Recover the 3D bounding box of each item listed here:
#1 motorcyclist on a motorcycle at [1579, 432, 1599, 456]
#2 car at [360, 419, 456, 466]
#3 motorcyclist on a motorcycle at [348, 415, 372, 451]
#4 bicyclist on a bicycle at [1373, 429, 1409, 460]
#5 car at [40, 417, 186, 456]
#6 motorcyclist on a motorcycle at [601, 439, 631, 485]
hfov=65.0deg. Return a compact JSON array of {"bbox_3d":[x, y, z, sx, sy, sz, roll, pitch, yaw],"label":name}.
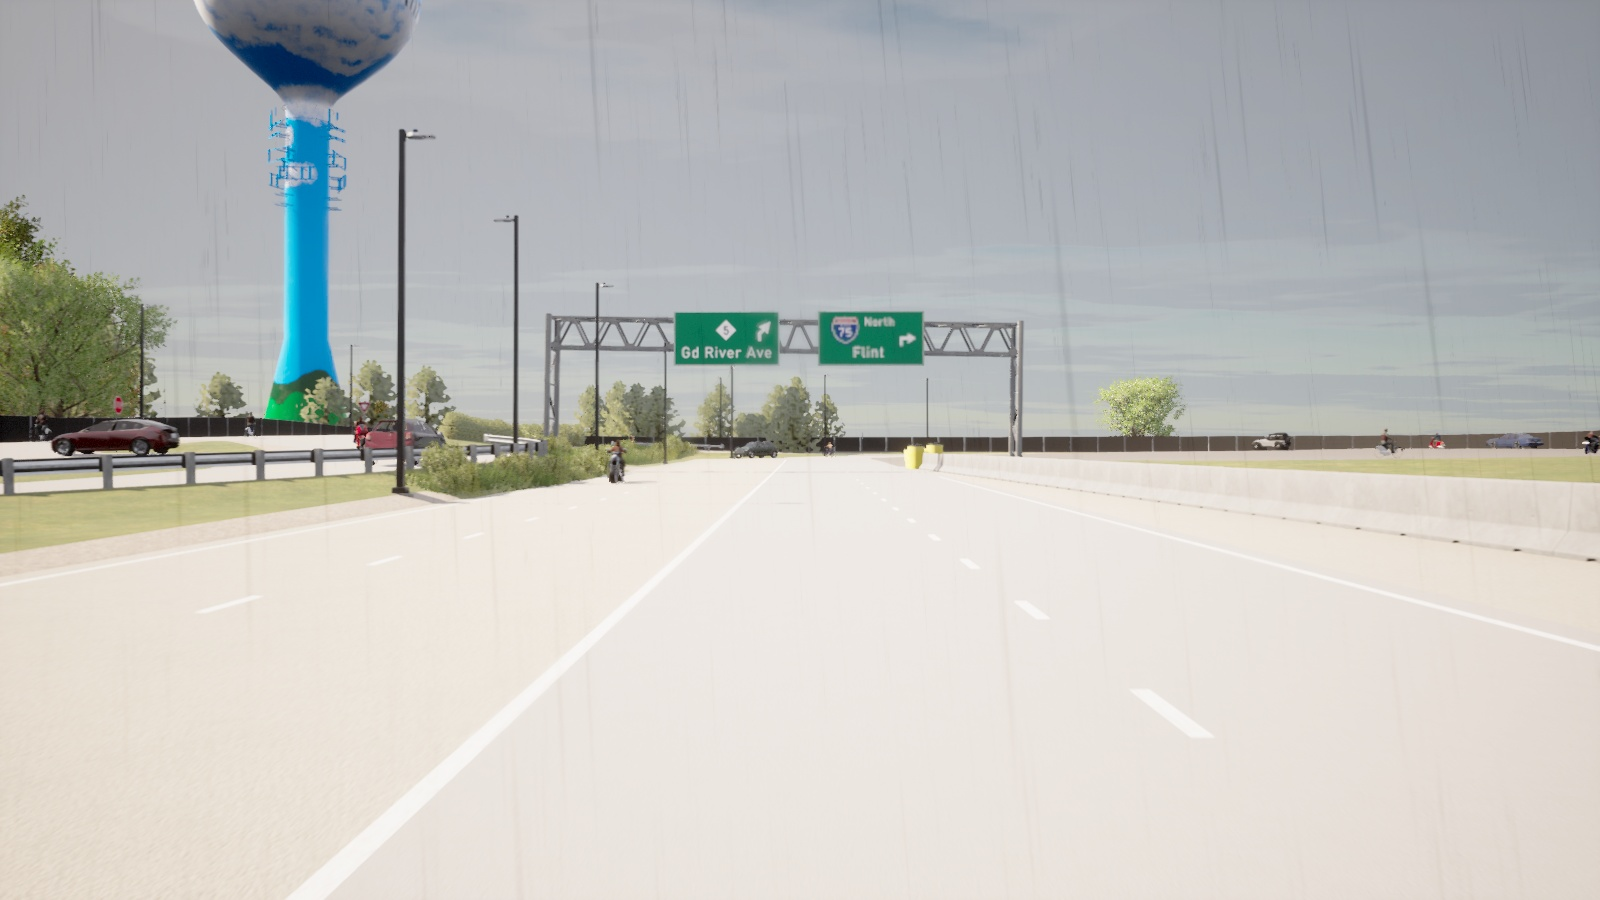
[{"bbox_3d":[51.598,-0.367,81.736,2.191,1.530,0.866,-1,0,-41],"label":"motorcyclist on a motorcycle"},{"bbox_3d":[-13.018,-0.285,41.881,1.845,1.501,3.633,0,2,4],"label":"car"},{"bbox_3d":[-19.417,-0.773,55.440,0.797,1.523,2.044,-1,2,-25],"label":"motorcyclist on a motorcycle"},{"bbox_3d":[34.515,-0.340,73.345,1.843,1.776,0.659,-1,-1,-9],"label":"bicyclist on a bicycle"},{"bbox_3d":[-28.196,-0.581,51.677,4.792,1.488,2.163,0,3,-2],"label":"car"},{"bbox_3d":[-6.722,0.407,45.967,0.766,1.649,2.350,0,1,0],"label":"motorcyclist on a motorcycle"}]
